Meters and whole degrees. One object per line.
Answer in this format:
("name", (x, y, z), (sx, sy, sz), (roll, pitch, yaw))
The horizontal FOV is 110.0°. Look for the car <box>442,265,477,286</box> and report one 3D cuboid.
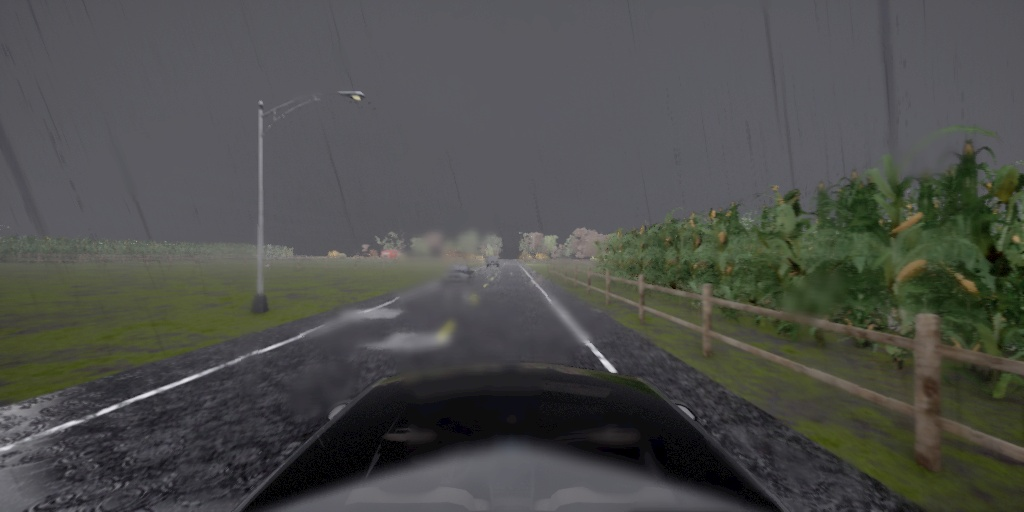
("car", (-3.591, 1.322, 24.961), (1.994, 1.385, 4.181), (0, 0, 0))
